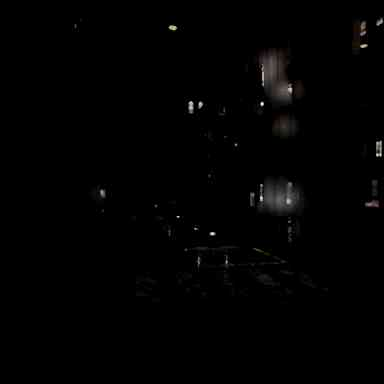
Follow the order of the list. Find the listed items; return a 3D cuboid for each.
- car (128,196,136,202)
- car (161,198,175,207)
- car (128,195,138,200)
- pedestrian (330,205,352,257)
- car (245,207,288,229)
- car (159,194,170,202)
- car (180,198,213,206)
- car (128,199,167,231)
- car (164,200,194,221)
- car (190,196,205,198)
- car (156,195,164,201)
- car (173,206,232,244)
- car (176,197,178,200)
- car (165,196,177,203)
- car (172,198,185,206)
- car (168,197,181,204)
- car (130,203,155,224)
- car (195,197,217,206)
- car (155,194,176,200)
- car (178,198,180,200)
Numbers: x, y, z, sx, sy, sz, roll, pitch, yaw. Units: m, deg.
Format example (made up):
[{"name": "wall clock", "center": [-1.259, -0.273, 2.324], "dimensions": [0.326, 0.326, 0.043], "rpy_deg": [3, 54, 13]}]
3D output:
[{"name": "car", "center": [-15.475, 1.669, 85.765], "dimensions": [1.752, 1.417, 4.829], "rpy_deg": [-1, 0, -11]}, {"name": "car", "center": [-4.046, 1.704, 55.111], "dimensions": [1.895, 1.301, 4.718], "rpy_deg": [0, 0, -11]}, {"name": "car", "center": [-10.252, 1.542, 58.689], "dimensions": [1.967, 1.590, 4.097], "rpy_deg": [-1, 0, -11]}, {"name": "pedestrian", "center": [5.210, 1.322, 11.653], "dimensions": [0.375, 1.860, 0.375], "rpy_deg": [-1, 1, -11]}, {"name": "car", "center": [4.846, 1.631, 22.064], "dimensions": [1.802, 1.307, 4.206], "rpy_deg": [-1, 0, -11]}, {"name": "car", "center": [-6.725, 1.464, 81.996], "dimensions": [2.192, 1.841, 5.009], "rpy_deg": [-1, 0, -11]}, {"name": "car", "center": [0.325, 1.590, 32.584], "dimensions": [1.812, 1.442, 4.674], "rpy_deg": [0, 0, -11]}, {"name": "car", "center": [-2.893, 1.476, 20.548], "dimensions": [1.967, 1.590, 4.097], "rpy_deg": [-1, 0, -11]}, {"name": "car", "center": [-1.391, 1.612, 25.813], "dimensions": [1.994, 1.385, 4.181], "rpy_deg": [0, 0, -11]}, {"name": "car", "center": [0.634, 1.402, 43.857], "dimensions": [2.192, 1.841, 5.009], "rpy_deg": [-1, 0, -11]}, {"name": "car", "center": [-8.857, 1.691, 93.060], "dimensions": [1.752, 1.417, 4.829], "rpy_deg": [-1, 0, -11]}, {"name": "car", "center": [0.494, 1.595, 16.052], "dimensions": [1.994, 1.385, 4.181], "rpy_deg": [0, 0, -11]}, {"name": "car", "center": [-1.466, 1.688, 54.754], "dimensions": [1.802, 1.307, 4.206], "rpy_deg": [-1, 0, -11]}, {"name": "car", "center": [-4.620, 1.683, 71.099], "dimensions": [2.008, 1.369, 4.403], "rpy_deg": [-1, 0, -11]}, {"name": "car", "center": [-2.517, 1.697, 60.203], "dimensions": [1.802, 1.307, 4.206], "rpy_deg": [-1, 0, -11]}, {"name": "car", "center": [-3.568, 1.689, 65.651], "dimensions": [1.947, 1.339, 4.313], "rpy_deg": [-1, 0, -11]}, {"name": "car", "center": [-3.943, 1.627, 25.997], "dimensions": [1.802, 1.307, 4.206], "rpy_deg": [-1, 0, -11]}, {"name": "car", "center": [1.688, 1.644, 38.408], "dimensions": [1.947, 1.339, 4.313], "rpy_deg": [-1, 0, -11]}, {"name": "car", "center": [-3.290, 1.418, 35.730], "dimensions": [2.097, 1.767, 4.553], "rpy_deg": [0, 0, -11]}, {"name": "car", "center": [-0.415, 1.647, 49.305], "dimensions": [2.008, 1.369, 4.403], "rpy_deg": [-1, 0, -11]}]
